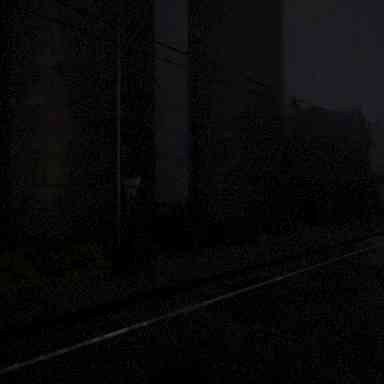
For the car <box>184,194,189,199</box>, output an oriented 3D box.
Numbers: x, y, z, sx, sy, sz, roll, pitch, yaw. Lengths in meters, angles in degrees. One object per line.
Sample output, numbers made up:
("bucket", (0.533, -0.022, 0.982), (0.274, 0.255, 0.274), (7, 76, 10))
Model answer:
("car", (0.320, 1.399, 70.881), (3.866, 1.878, 1.905), (2, -6, 3))
